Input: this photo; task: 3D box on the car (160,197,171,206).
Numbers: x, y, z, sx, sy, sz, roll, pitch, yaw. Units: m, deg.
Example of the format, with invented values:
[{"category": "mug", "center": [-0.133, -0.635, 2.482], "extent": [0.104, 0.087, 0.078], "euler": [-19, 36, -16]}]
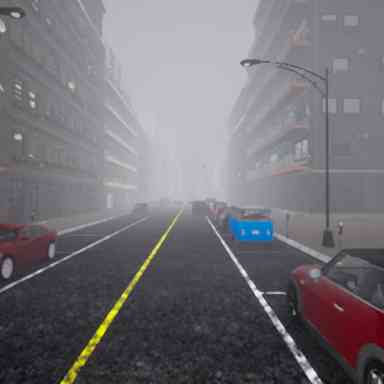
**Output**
[{"category": "car", "center": [-5.714, 1.988, 72.233], "extent": [2.192, 1.841, 5.009], "euler": [0, -1, 0]}]

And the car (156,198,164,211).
[{"category": "car", "center": [-5.707, 1.992, 49.515], "extent": [1.752, 1.417, 4.829], "euler": [0, -1, 0]}]

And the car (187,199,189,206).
[{"category": "car", "center": [-0.025, 2.061, 69.457], "extent": [2.128, 1.511, 4.902], "euler": [0, -1, 0]}]

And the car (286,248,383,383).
[{"category": "car", "center": [2.691, 1.485, 4.597], "extent": [1.967, 1.590, 4.097], "euler": [0, -1, 0]}]

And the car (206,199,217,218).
[{"category": "car", "center": [2.680, 1.752, 32.778], "extent": [1.967, 1.590, 4.097], "euler": [0, -1, 0]}]

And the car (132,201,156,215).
[{"category": "car", "center": [-5.703, 1.931, 38.412], "extent": [1.947, 1.339, 4.313], "euler": [0, -1, 0]}]

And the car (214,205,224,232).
[{"category": "car", "center": [2.684, 1.772, 21.504], "extent": [1.947, 1.339, 4.313], "euler": [0, -1, 0]}]

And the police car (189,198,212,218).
[{"category": "police car", "center": [0.888, 1.749, 34.020], "extent": [1.930, 1.638, 5.238], "euler": [0, -1, 0]}]

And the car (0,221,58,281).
[{"category": "car", "center": [-5.692, 1.644, 10.232], "extent": [1.887, 1.381, 4.507], "euler": [0, -1, 0]}]

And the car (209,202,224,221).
[{"category": "car", "center": [2.683, 1.804, 27.140], "extent": [1.887, 1.381, 4.507], "euler": [0, -1, 0]}]

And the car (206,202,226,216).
[{"category": "car", "center": [2.679, 1.915, 38.412], "extent": [2.008, 1.369, 4.403], "euler": [0, -1, 0]}]

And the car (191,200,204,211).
[{"category": "car", "center": [0.809, 1.976, 49.908], "extent": [1.837, 1.490, 4.892], "euler": [0, -1, 0]}]

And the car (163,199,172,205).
[{"category": "car", "center": [-5.717, 2.306, 77.867], "extent": [1.802, 1.307, 4.206], "euler": [0, -1, 0]}]

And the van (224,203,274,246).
[{"category": "van", "center": [2.687, 1.494, 15.870], "extent": [1.690, 1.788, 3.998], "euler": [0, -1, 0]}]

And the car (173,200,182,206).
[{"category": "car", "center": [-3.027, 2.255, 70.987], "extent": [1.895, 1.301, 4.718], "euler": [0, -1, 0]}]

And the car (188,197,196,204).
[{"category": "car", "center": [-0.030, 2.134, 84.456], "extent": [1.882, 1.535, 5.008], "euler": [0, -1, 0]}]

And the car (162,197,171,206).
[{"category": "car", "center": [-5.713, 2.062, 66.596], "extent": [1.967, 1.590, 4.097], "euler": [0, -1, 0]}]
